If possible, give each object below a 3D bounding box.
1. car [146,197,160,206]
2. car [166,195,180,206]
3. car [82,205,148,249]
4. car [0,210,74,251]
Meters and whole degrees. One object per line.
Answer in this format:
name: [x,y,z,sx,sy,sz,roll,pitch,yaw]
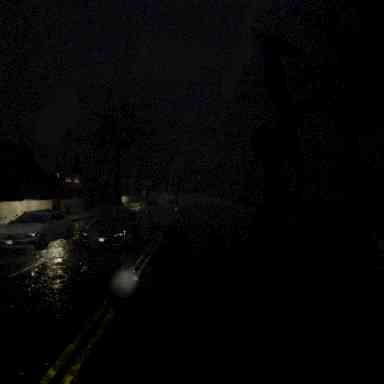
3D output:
car: [-6.528,1.583,55.762,1.837,1.490,4.892,0,0,1]
car: [-3.273,1.644,57.185,1.994,1.385,4.181,0,0,1]
car: [-3.342,1.529,14.726,1.837,1.490,4.892,0,0,0]
car: [-6.593,1.549,14.356,1.812,1.442,4.674,0,0,0]
